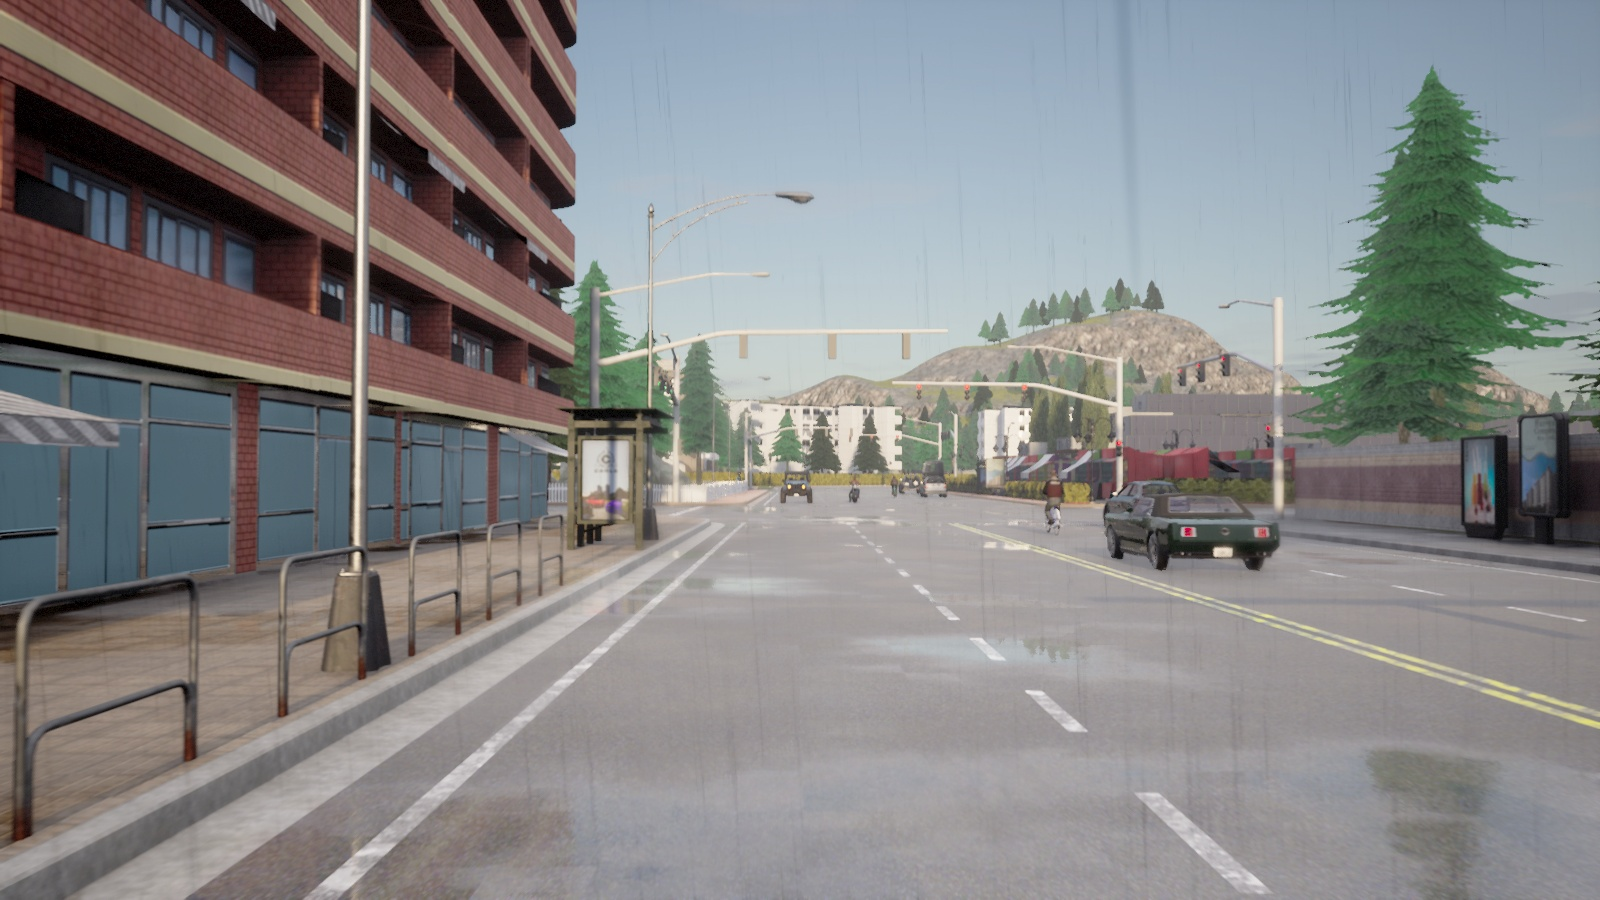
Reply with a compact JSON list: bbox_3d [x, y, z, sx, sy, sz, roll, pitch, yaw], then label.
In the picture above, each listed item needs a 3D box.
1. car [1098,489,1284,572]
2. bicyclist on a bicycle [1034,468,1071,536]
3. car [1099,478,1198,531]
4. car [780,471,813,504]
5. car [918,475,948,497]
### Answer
[{"bbox_3d":[6.939,1.382,22.866,1.895,1.301,4.718,0,-1,0],"label":"car"},{"bbox_3d":[6.911,1.397,34.442,0.659,1.776,1.843,0,0,0],"label":"bicyclist on a bicycle"},{"bbox_3d":[10.403,1.599,37.775,1.816,1.474,4.193,0,-1,0],"label":"car"},{"bbox_3d":[-0.189,2.190,73.751,1.905,1.878,3.866,0,-1,0],"label":"car"},{"bbox_3d":[10.252,2.740,96.751,1.851,1.617,3.988,0,-1,0],"label":"car"}]
